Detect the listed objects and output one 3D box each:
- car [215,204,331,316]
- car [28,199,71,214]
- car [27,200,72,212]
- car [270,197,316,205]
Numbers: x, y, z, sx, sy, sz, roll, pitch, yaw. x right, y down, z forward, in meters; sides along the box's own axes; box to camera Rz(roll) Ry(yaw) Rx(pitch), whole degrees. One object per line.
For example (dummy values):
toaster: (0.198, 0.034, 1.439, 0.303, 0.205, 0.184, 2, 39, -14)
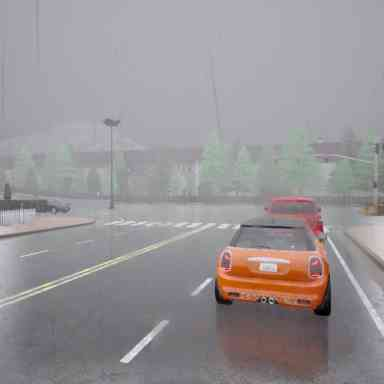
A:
car: (2.056, 1.352, 7.890, 2.097, 1.767, 4.553, 0, 0, 19)
car: (-15.227, 1.502, 35.212, 4.892, 1.490, 1.837, 0, 0, 18)
car: (-16.814, 1.592, 39.325, 4.718, 1.301, 1.895, 0, 0, 16)
car: (4.271, 1.221, 14.150, 2.150, 2.045, 5.566, 0, 0, 16)
